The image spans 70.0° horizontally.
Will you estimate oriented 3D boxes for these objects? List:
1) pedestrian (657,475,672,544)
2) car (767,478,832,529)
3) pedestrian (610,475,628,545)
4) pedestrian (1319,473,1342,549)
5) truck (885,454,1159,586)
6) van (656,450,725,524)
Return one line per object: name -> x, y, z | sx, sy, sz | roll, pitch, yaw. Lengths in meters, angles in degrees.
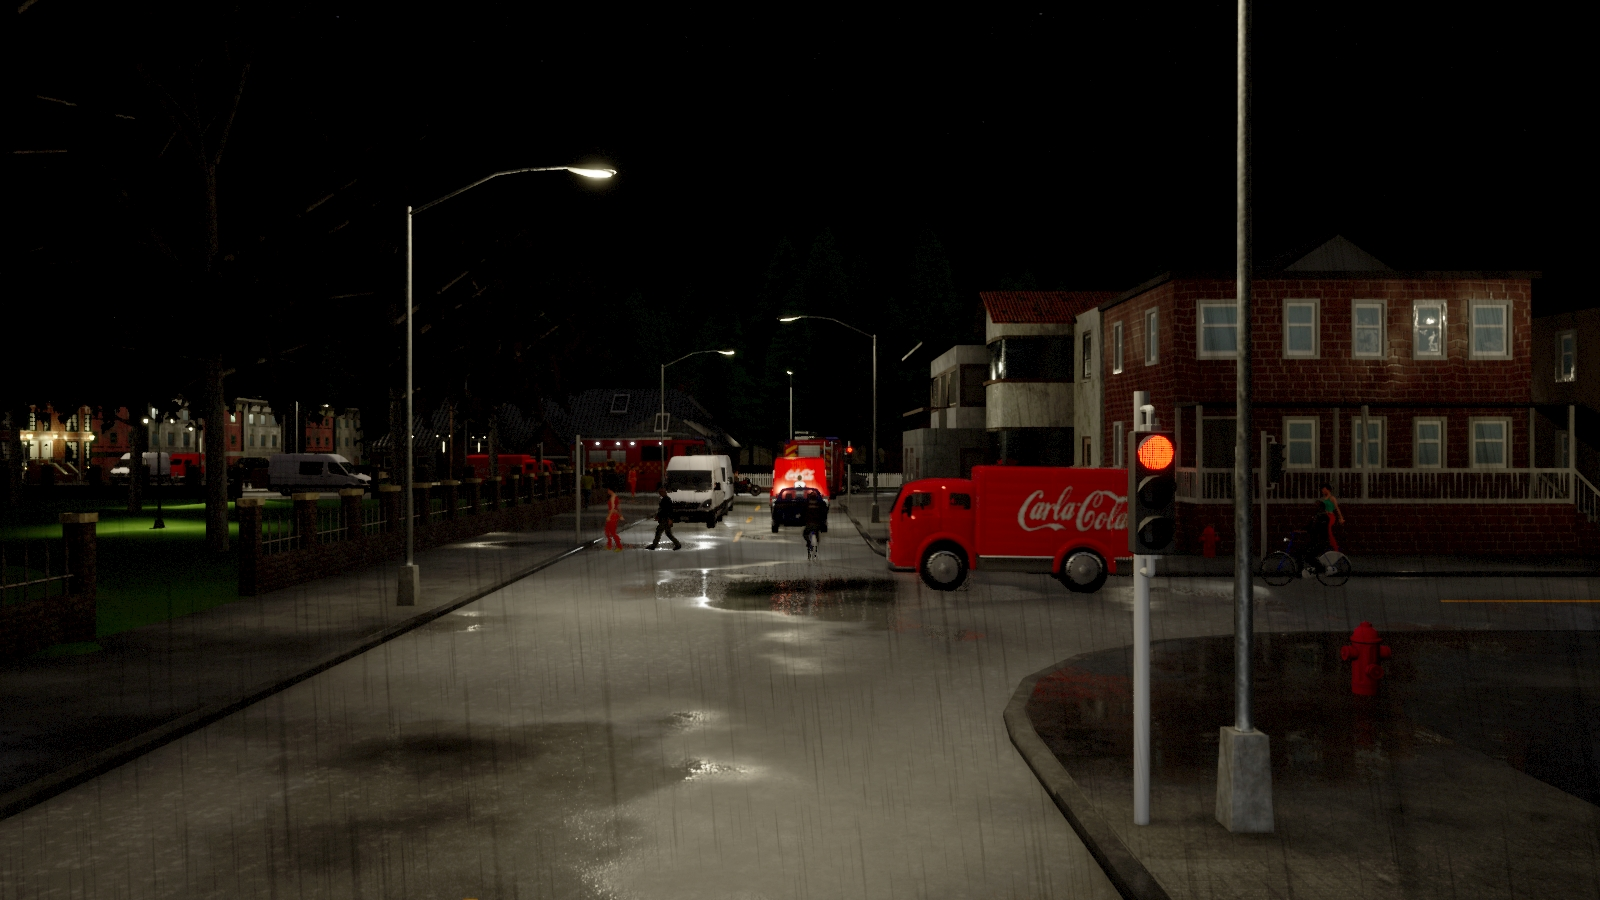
pedestrian -> -3.710, 1.615, 31.247 | 0.375, 1.860, 0.375 | 0, 0, -1
car -> -0.015, 1.797, 39.830 | 2.097, 1.535, 5.006 | 0, 0, 0
pedestrian -> -4.871, 1.615, 30.761 | 0.375, 1.860, 0.375 | 0, 0, 6
pedestrian -> 13.146, 1.504, 28.317 | 0.375, 1.860, 0.375 | 0, 0, -7
truck -> 4.377, 1.347, 23.427 | 5.204, 2.467, 2.627 | 1, 0, 4
van -> -4.007, 1.296, 42.647 | 1.988, 2.561, 5.915 | 0, 0, 0
